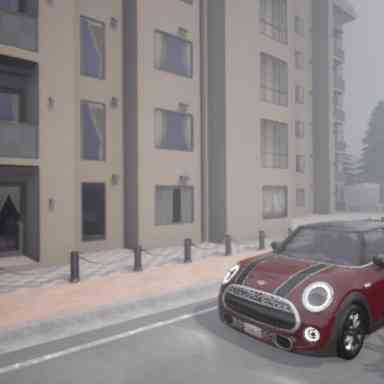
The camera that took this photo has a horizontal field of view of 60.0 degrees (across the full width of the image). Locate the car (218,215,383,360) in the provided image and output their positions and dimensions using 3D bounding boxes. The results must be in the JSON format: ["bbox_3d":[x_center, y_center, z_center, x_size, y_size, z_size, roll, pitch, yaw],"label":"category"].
[{"bbox_3d":[2.623,1.355,6.106,4.553,1.767,2.097,0,0,-38],"label":"car"}]
